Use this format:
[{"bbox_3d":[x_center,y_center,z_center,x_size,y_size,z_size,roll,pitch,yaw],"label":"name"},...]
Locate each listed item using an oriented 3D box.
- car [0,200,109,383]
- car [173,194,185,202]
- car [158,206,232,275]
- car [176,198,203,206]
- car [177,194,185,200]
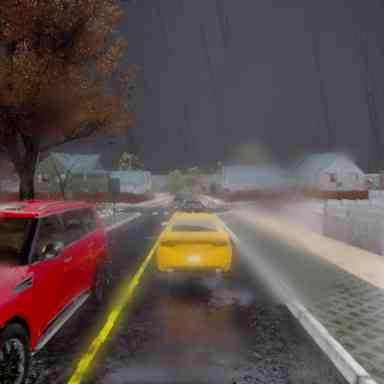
[{"bbox_3d":[-2.850,1.190,5.006,2.150,2.045,5.566,0,0,0],"label":"car"},{"bbox_3d":[-2.772,1.280,67.501,2.033,1.411,5.357,0,0,0],"label":"car"},{"bbox_3d":[0.083,1.414,10.255,1.882,1.535,5.008,0,1,0],"label":"car"},{"bbox_3d":[0.075,1.416,24.107,2.033,1.411,5.357,0,0,0],"label":"car"},{"bbox_3d":[-2.764,1.186,83.033,1.882,1.535,5.008,0,0,0],"label":"car"}]
